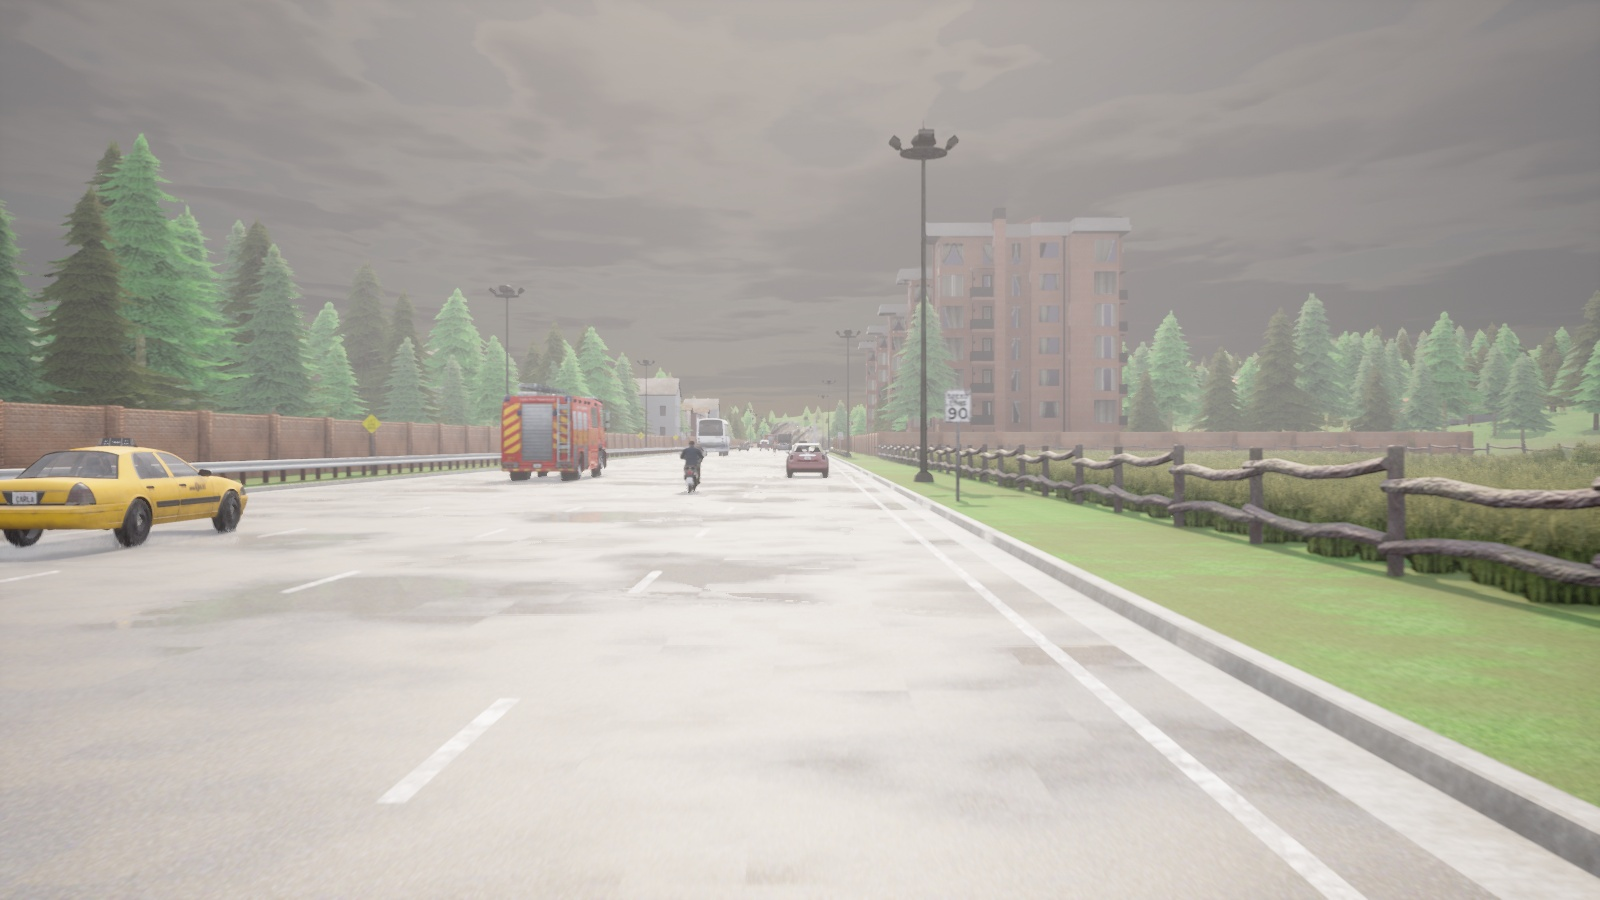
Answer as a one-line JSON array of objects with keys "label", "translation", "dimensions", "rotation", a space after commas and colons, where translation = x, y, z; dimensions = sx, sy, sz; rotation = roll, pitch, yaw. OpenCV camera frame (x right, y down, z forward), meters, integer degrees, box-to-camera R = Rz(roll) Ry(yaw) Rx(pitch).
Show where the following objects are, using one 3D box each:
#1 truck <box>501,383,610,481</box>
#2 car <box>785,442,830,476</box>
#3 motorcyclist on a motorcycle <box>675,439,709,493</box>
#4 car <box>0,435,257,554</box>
[{"label": "truck", "translation": [-10.183, -0.726, 53.203], "dimensions": [2.891, 3.827, 8.468], "rotation": [0, 0, 0]}, {"label": "car", "translation": [0.336, 0.394, 56.450], "dimensions": [1.970, 1.475, 3.806], "rotation": [0, 0, 0]}, {"label": "motorcyclist on a motorcycle", "translation": [-3.268, 0.482, 38.155], "dimensions": [0.866, 1.590, 1.817], "rotation": [0, 0, 0]}, {"label": "car", "translation": [-10.376, 0.569, 19.199], "dimensions": [1.801, 1.575, 5.366], "rotation": [0, 0, 0]}]
